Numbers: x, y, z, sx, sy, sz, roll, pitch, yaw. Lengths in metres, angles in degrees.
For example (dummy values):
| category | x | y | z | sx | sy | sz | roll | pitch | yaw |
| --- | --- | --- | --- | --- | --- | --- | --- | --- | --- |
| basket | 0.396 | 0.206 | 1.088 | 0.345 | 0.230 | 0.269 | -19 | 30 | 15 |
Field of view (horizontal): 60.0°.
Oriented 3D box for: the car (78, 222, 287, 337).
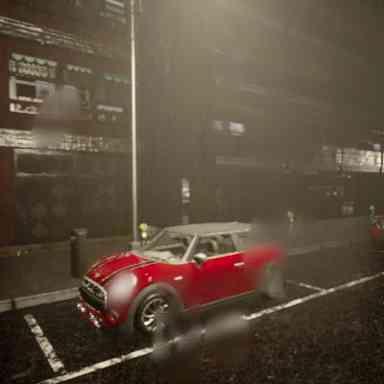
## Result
| category | x | y | z | sx | sy | sz | roll | pitch | yaw |
| --- | --- | --- | --- | --- | --- | --- | --- | --- | --- |
| car | -0.070 | 1.389 | 6.508 | 4.097 | 1.590 | 1.967 | -1 | 1 | -36 |

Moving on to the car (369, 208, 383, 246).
| category | x | y | z | sx | sy | sz | roll | pitch | yaw |
| --- | --- | --- | --- | --- | --- | --- | --- | --- | --- |
| car | 8.947 | 1.109 | 12.941 | 5.009 | 1.841 | 2.192 | -1 | 1 | -36 |
